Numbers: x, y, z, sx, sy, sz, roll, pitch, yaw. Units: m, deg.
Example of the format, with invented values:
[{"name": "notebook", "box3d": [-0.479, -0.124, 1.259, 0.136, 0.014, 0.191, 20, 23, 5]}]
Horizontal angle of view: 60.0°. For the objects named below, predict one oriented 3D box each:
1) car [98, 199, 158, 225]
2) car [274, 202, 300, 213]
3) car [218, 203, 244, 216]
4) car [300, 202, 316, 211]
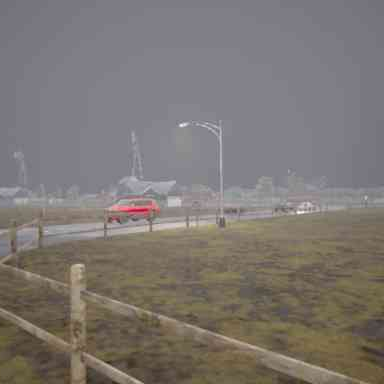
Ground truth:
[{"name": "car", "box3d": [-5.237, 1.596, 28.185, 2.150, 2.045, 5.566, -2, -2, 36]}, {"name": "car", "box3d": [13.438, 2.243, 47.919, 1.837, 1.490, 4.892, -2, -2, 36]}, {"name": "car", "box3d": [4.853, 2.143, 42.261, 1.882, 1.535, 5.008, -2, -2, 36]}, {"name": "car", "box3d": [19.455, 2.454, 56.324, 1.812, 1.442, 4.674, -2, -2, 36]}]
